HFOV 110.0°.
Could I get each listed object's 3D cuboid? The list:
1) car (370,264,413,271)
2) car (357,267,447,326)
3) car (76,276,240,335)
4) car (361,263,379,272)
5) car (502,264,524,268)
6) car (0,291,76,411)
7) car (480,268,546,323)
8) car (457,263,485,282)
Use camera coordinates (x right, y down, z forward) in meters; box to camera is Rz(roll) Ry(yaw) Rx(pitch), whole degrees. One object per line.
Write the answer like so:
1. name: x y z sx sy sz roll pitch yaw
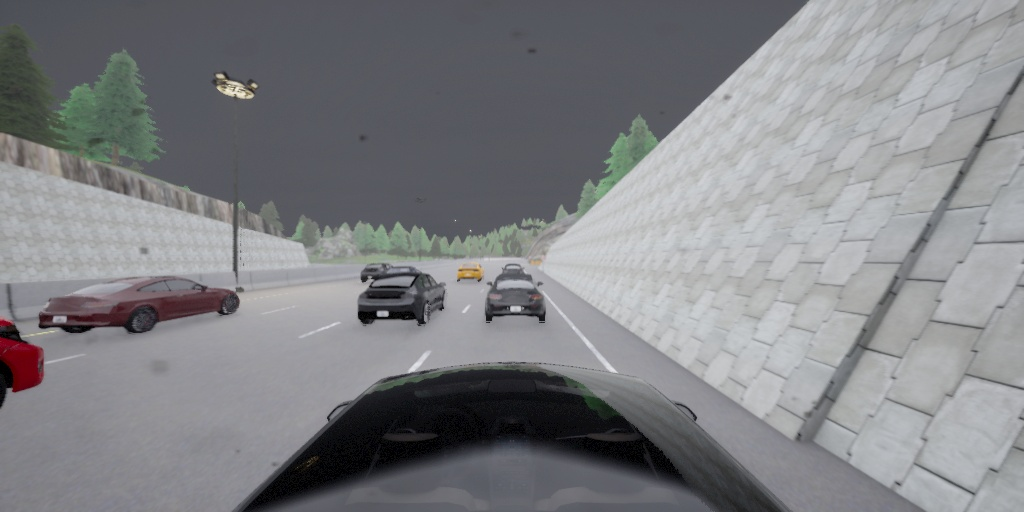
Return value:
1. car: -6.894 1.354 23.011 2.033 1.411 5.357 0 0 0
2. car: -3.397 1.282 11.850 1.837 1.490 4.892 0 0 0
3. car: -10.411 1.300 10.553 1.812 1.442 4.674 0 0 0
4. car: -10.393 1.326 28.633 1.837 1.490 4.892 0 0 0
5. car: 0.094 1.349 29.675 1.812 1.442 4.674 0 0 0
6. car: -6.900 0.973 1.981 2.150 2.045 5.566 0 0 0
7. car: 0.103 1.303 12.206 1.812 1.442 4.674 0 0 0
8. car: -3.392 1.302 30.175 1.882 1.535 5.008 0 0 0
